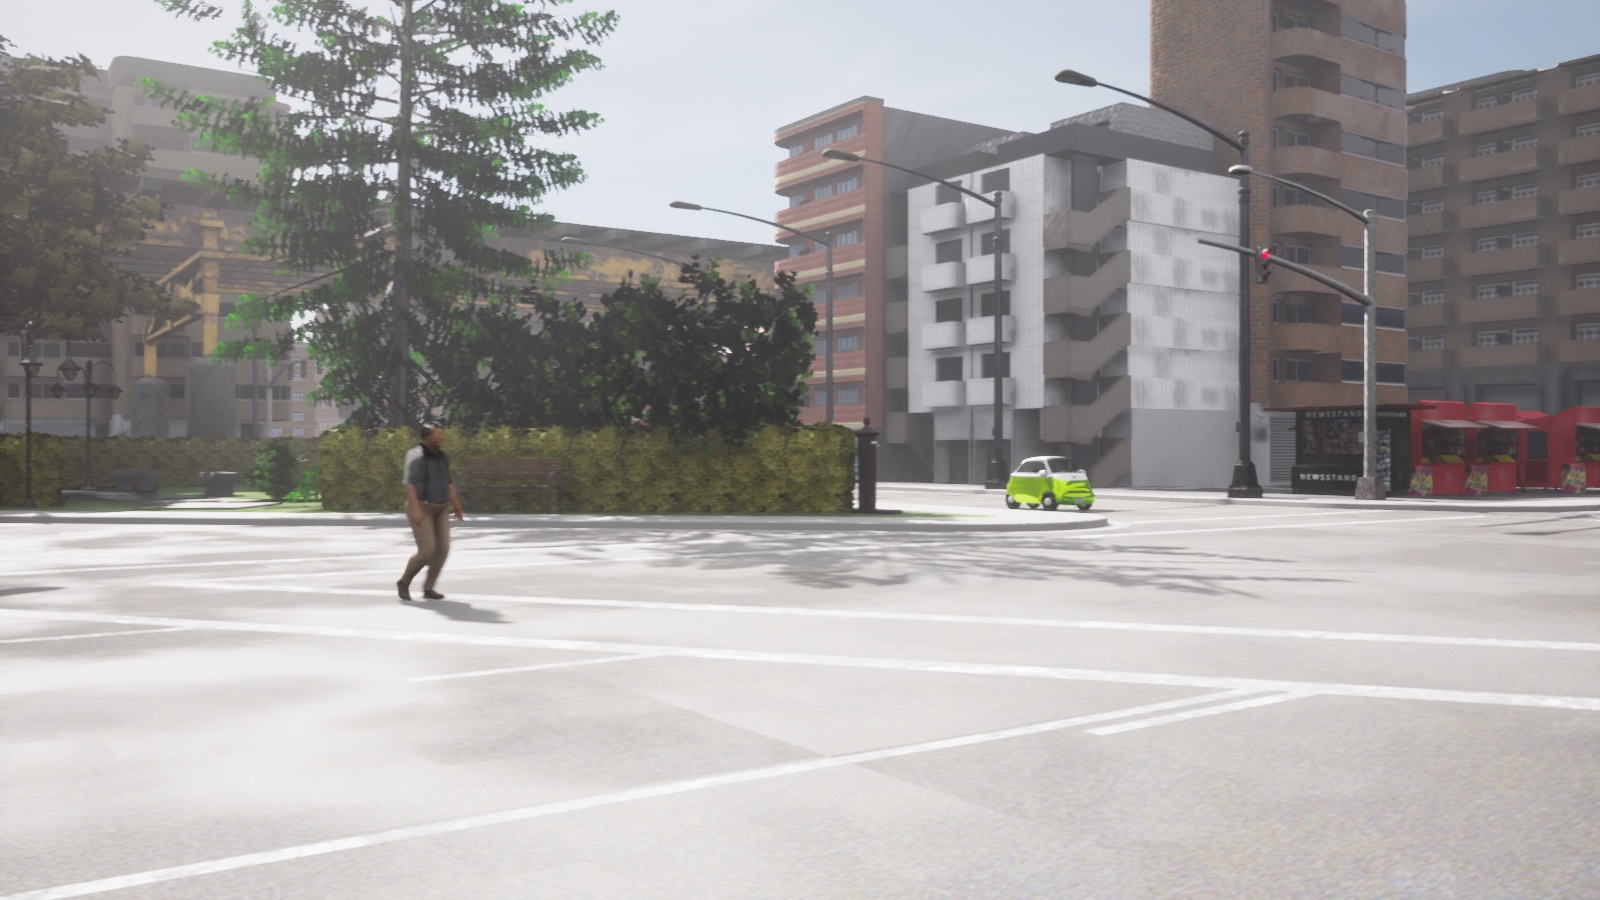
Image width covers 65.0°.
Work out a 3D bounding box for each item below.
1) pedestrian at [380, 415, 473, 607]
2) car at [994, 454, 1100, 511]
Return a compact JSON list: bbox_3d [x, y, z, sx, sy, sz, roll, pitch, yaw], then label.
[{"bbox_3d":[-3.713,0.589,12.501,0.694,1.848,0.540,0,0,29],"label":"pedestrian"},{"bbox_3d":[6.246,0.807,31.839,1.481,1.376,2.207,0,0,-34],"label":"car"}]
